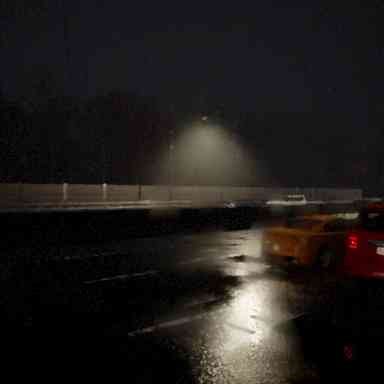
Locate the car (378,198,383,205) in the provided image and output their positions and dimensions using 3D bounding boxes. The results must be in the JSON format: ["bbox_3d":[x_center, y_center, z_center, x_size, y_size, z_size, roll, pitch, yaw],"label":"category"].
[{"bbox_3d":[38.935,1.842,65.650,4.892,1.490,1.837,0,0,-35],"label":"car"}]

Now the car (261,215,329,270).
[{"bbox_3d":[4.542,1.537,11.346,5.008,1.535,1.882,0,0,-35],"label":"car"}]

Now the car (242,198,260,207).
[{"bbox_3d":[8.486,1.759,39.952,4.181,1.385,1.994,0,0,-35],"label":"car"}]

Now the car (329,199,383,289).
[{"bbox_3d":[5.977,1.269,8.076,5.566,2.045,2.150,0,0,-35],"label":"car"}]

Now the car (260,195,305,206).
[{"bbox_3d":[10.585,1.408,37.153,5.566,2.045,2.150,0,0,-35],"label":"car"}]

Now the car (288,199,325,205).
[{"bbox_3d":[12.351,1.702,34.116,4.674,1.442,1.812,0,0,-35],"label":"car"}]

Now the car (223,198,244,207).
[{"bbox_3d":[6.049,1.553,42.515,4.553,1.767,2.097,0,0,-35],"label":"car"}]
